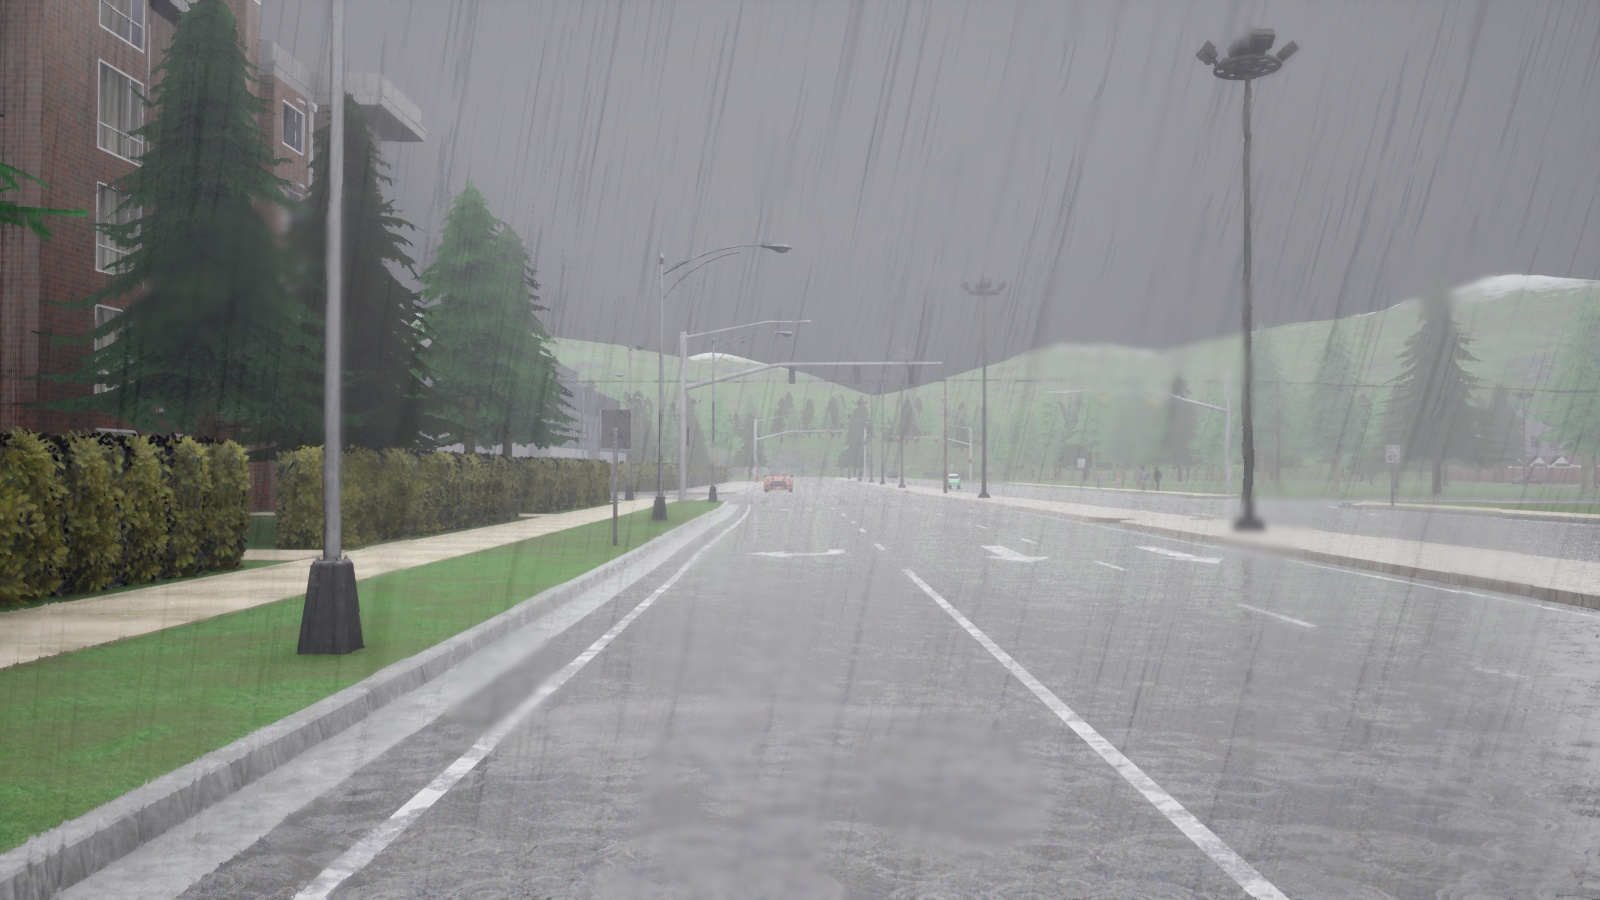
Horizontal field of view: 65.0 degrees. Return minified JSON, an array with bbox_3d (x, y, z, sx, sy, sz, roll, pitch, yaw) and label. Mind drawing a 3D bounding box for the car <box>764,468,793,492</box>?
[{"bbox_3d":[-1.571,2.254,94.034,2.097,1.767,4.553,0,-1,0],"label":"car"}]
